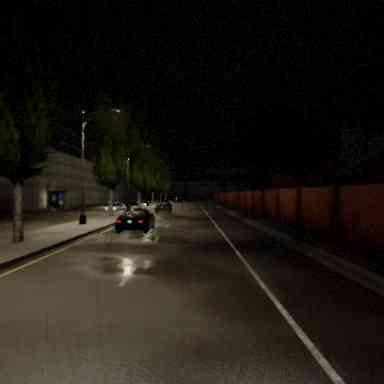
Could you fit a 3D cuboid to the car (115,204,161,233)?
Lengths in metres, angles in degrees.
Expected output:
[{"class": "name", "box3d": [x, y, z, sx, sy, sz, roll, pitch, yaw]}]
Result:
[{"class": "car", "box3d": [-3.401, 1.698, 20.661, 2.033, 1.411, 5.357, 0, 0, 0]}]

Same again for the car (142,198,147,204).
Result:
[{"class": "car", "box3d": [-11.502, 2.100, 79.330, 1.812, 1.442, 4.674, 0, 0, 0]}]

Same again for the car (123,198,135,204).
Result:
[{"class": "car", "box3d": [-15.002, 2.100, 79.269, 1.812, 1.442, 4.674, 0, 0, 0]}]

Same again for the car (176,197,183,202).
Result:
[{"class": "car", "box3d": [-3.502, 2.138, 93.868, 1.812, 1.442, 4.674, 0, 0, 0]}]

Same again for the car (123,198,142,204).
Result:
[{"class": "car", "box3d": [-11.516, 2.006, 63.182, 2.033, 1.411, 5.357, 0, 0, 0]}]

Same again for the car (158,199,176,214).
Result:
[{"class": "car", "box3d": [-3.401, 1.841, 40.404, 2.033, 1.411, 5.357, 0, 0, 0]}]

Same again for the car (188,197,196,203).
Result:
[{"class": "car", "box3d": [-0.002, 2.089, 83.609, 1.837, 1.490, 4.892, 0, 0, 0]}]

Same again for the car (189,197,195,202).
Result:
[{"class": "car", "box3d": [-0.002, 2.138, 93.868, 1.812, 1.442, 4.674, 0, 0, 0]}]

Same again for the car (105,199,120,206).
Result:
[{"class": "car", "box3d": [-15.015, 2.059, 63.090, 1.895, 1.301, 4.718, 0, 0, 0]}]

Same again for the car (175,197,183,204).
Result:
[{"class": "car", "box3d": [-3.502, 2.121, 83.474, 2.128, 1.511, 4.902, 0, 0, 0]}]
